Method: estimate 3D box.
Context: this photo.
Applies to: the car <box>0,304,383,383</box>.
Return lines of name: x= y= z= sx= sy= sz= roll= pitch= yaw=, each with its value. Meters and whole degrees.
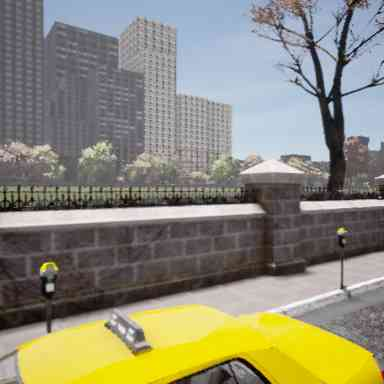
car: x=-0.637 y=1.499 z=2.001 sx=4.829 sy=1.417 sz=1.752 roll=0 pitch=1 yaw=-34
